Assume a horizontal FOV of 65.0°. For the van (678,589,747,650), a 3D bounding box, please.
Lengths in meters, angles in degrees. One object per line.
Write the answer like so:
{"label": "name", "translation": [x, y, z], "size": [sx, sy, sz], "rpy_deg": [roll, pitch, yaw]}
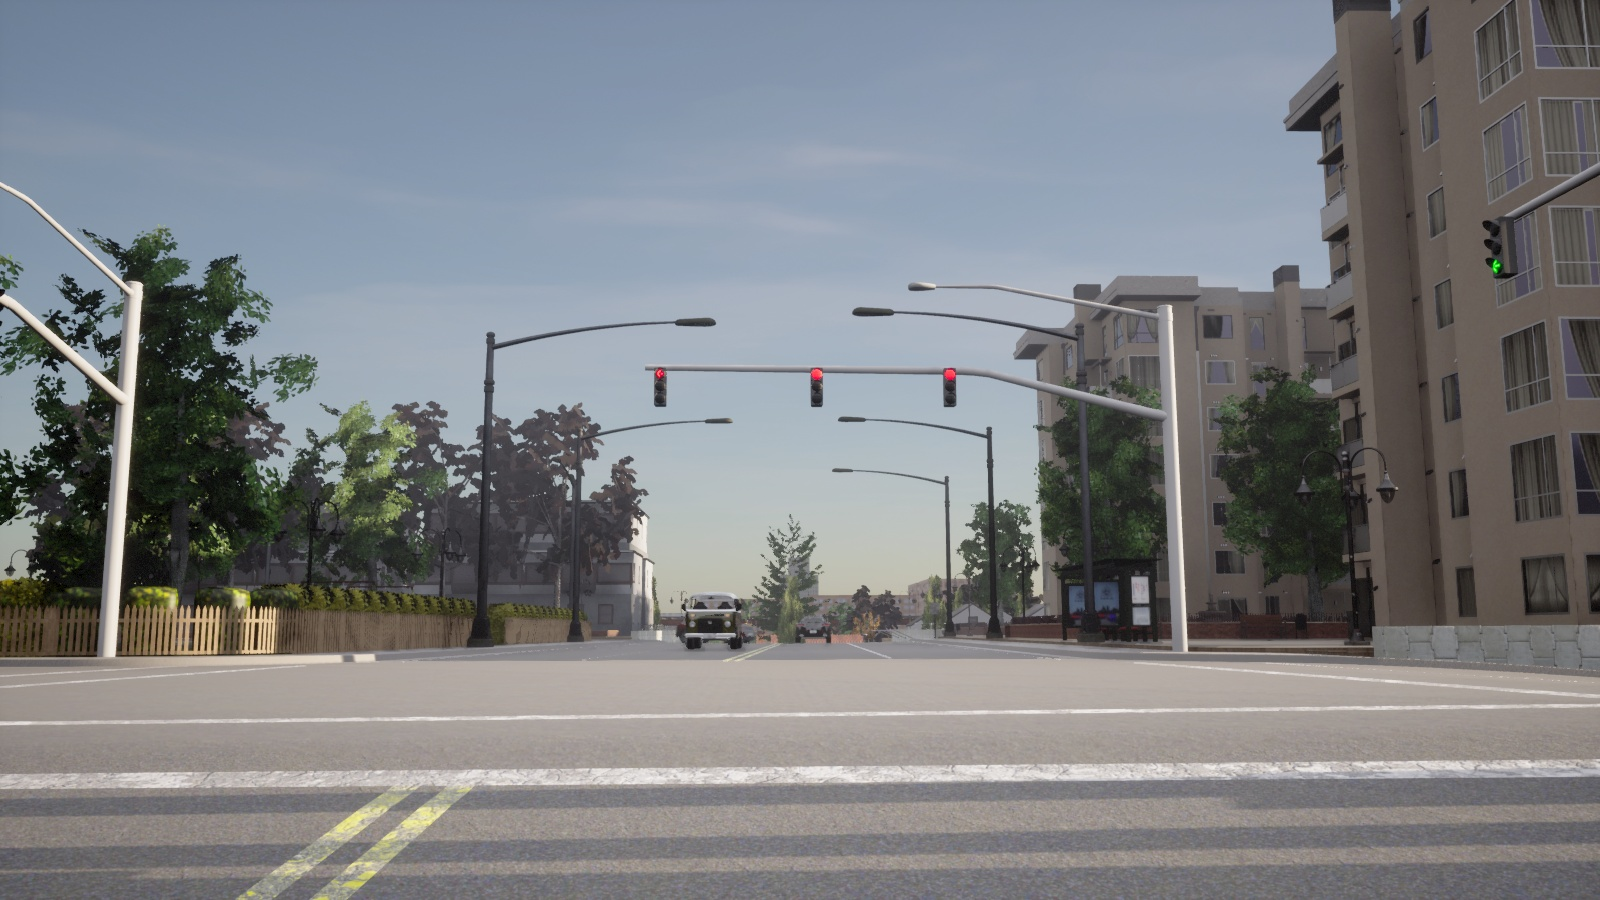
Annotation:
{"label": "van", "translation": [-3.037, 6.030, 44.514], "size": [2.069, 2.038, 4.480], "rpy_deg": [0, -8, 1]}

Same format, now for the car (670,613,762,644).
{"label": "car", "translation": [-4.769, 10.128, 71.085], "size": [4.856, 1.649, 2.033], "rpy_deg": [-5, -11, 32]}

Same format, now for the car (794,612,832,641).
{"label": "car", "translation": [0.786, 10.713, 75.856], "size": [2.152, 1.651, 5.027], "rpy_deg": [-1, -9, 1]}
